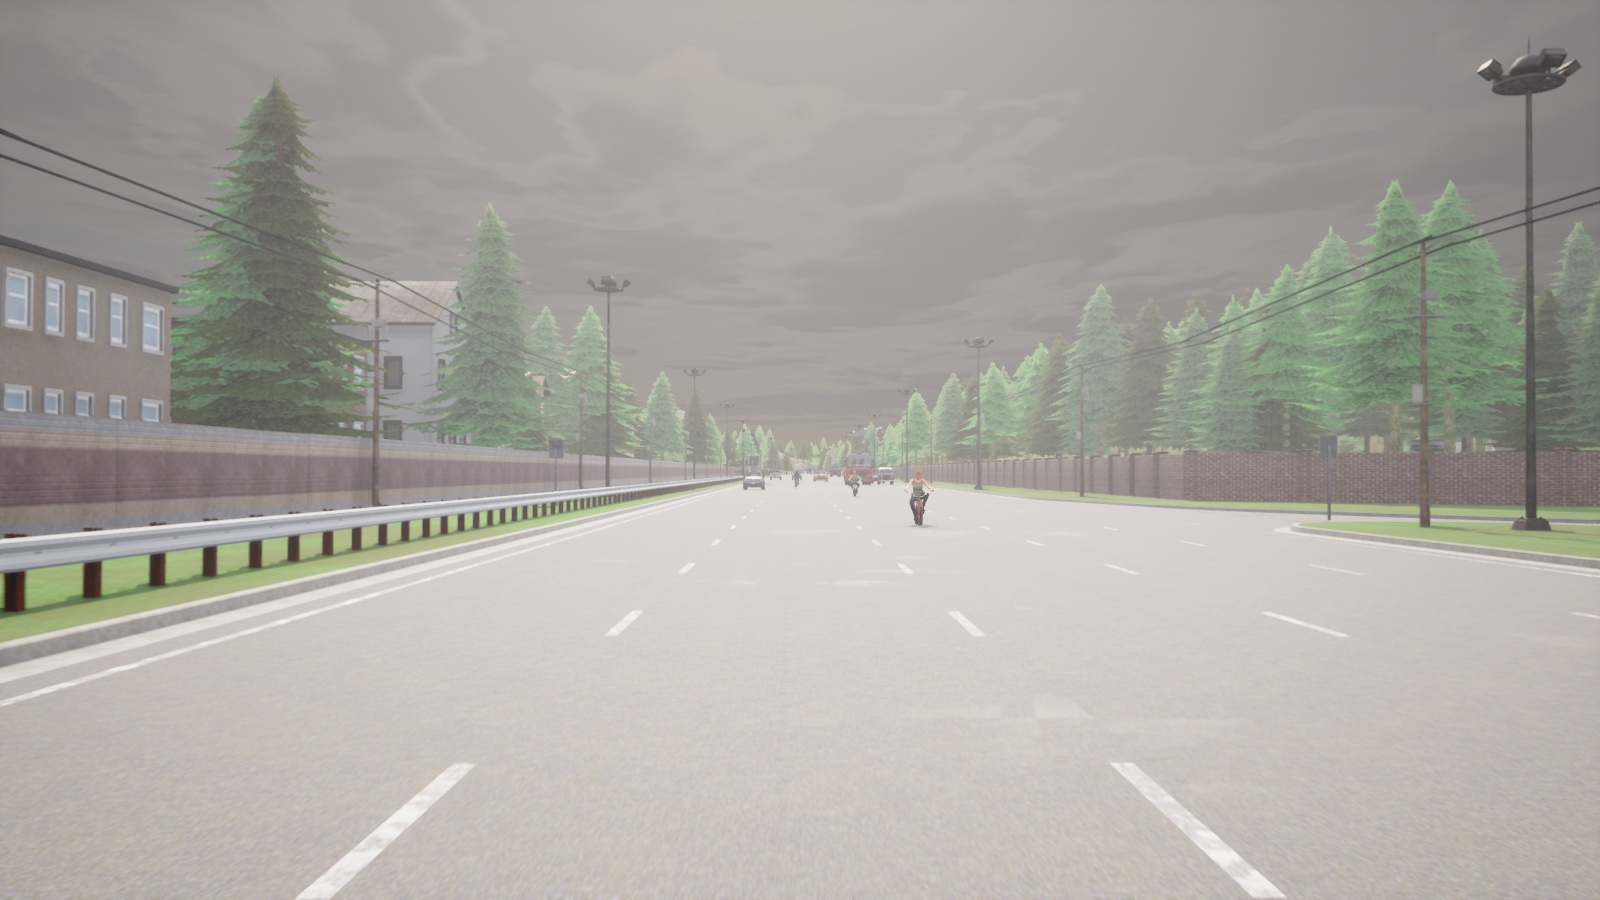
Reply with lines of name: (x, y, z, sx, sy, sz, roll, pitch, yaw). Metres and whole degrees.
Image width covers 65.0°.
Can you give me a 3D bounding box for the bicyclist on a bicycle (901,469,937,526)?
bicyclist on a bicycle: (3.409, 1.340, 35.975, 0.866, 1.612, 1.509, 0, -1, 0)
